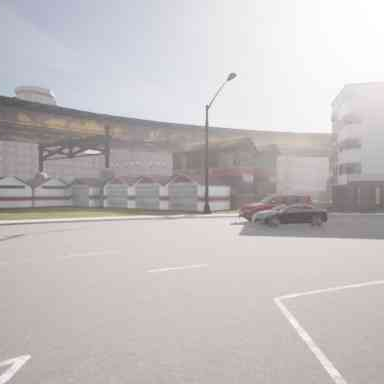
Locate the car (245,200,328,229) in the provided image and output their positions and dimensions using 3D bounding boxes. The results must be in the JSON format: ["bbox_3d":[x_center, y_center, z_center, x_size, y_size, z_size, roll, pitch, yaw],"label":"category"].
[{"bbox_3d":[6.274,1.488,21.395,4.902,1.511,2.128,0,0,-11],"label":"car"}]

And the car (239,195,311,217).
[{"bbox_3d":[6.391,1.218,25.021,5.566,2.045,2.150,0,-1,-10],"label":"car"}]
